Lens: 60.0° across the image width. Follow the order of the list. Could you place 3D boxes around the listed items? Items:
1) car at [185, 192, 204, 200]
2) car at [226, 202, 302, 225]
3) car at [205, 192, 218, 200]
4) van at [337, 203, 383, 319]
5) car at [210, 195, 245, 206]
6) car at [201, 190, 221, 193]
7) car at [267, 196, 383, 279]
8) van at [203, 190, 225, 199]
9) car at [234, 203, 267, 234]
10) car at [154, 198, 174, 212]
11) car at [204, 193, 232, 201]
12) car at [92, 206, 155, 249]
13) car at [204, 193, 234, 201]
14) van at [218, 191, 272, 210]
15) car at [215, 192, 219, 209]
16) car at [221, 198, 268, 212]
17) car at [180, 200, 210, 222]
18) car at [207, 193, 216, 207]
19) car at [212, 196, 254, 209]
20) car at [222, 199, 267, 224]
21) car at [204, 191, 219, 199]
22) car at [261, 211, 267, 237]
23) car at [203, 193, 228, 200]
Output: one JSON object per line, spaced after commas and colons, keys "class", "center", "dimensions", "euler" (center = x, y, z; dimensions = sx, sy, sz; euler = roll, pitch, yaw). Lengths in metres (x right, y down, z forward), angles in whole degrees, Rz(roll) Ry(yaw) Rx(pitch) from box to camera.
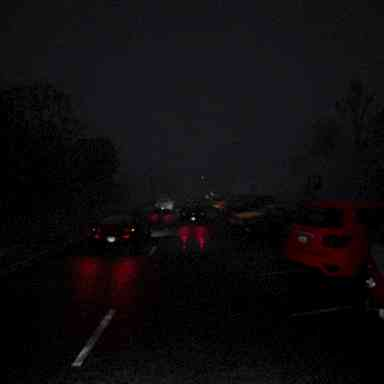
{"class": "car", "center": [0.089, 1.190, 42.693], "dimensions": [2.128, 1.511, 4.902], "euler": [0, 1, 0]}
{"class": "car", "center": [5.090, 1.460, 23.594], "dimensions": [4.792, 1.488, 2.163], "euler": [1, 0, -20]}
{"class": "car", "center": [4.886, 1.161, 44.401], "dimensions": [5.366, 1.575, 1.946], "euler": [0, 1, -20]}
{"class": "van", "center": [4.963, 1.264, 5.626], "dimensions": [4.442, 1.987, 1.878], "euler": [1, 0, -20]}
{"class": "car", "center": [5.054, 1.166, 47.450], "dimensions": [4.674, 1.452, 2.002], "euler": [1, 1, -20]}
{"class": "car", "center": [5.085, 0.737, 59.388], "dimensions": [5.566, 2.045, 2.435], "euler": [1, 0, -20]}
{"class": "car", "center": [5.097, 1.240, 8.669], "dimensions": [5.566, 2.045, 2.435], "euler": [1, 0, -20]}
{"class": "van", "center": [4.946, 0.635, 74.242], "dimensions": [4.442, 1.987, 1.878], "euler": [1, 1, -20]}
{"class": "car", "center": [5.038, 1.496, 17.598], "dimensions": [4.792, 1.488, 2.163], "euler": [1, 1, -20]}
{"class": "car", "center": [-2.909, 1.333, 35.140], "dimensions": [1.812, 1.442, 4.674], "euler": [0, 1, 0]}
{"class": "car", "center": [5.047, 0.935, 65.340], "dimensions": [4.892, 1.521, 2.231], "euler": [1, 0, -20]}
{"class": "car", "center": [-2.904, 1.516, 14.278], "dimensions": [1.812, 1.442, 4.674], "euler": [0, 0, 0]}
{"class": "car", "center": [5.061, 0.960, 62.355], "dimensions": [5.008, 1.535, 2.097], "euler": [1, 1, -20]}
{"class": "van", "center": [4.958, 1.146, 29.496], "dimensions": [4.442, 1.987, 1.878], "euler": [1, 1, -20]}
{"class": "car", "center": [5.034, 1.209, 32.524], "dimensions": [4.553, 1.767, 2.185], "euler": [1, 1, -20]}
{"class": "car", "center": [5.058, 1.441, 26.567], "dimensions": [4.674, 1.452, 2.002], "euler": [1, 0, -20]}
{"class": "car", "center": [0.094, 1.525, 25.107], "dimensions": [1.895, 1.301, 4.718], "euler": [0, 1, 0]}
{"class": "car", "center": [4.887, 1.249, 38.435], "dimensions": [5.366, 1.575, 1.946], "euler": [0, 1, -20]}
{"class": "car", "center": [5.086, 1.239, 41.497], "dimensions": [4.792, 1.488, 2.163], "euler": [0, 1, -20]}
{"class": "car", "center": [4.893, 1.444, 20.525], "dimensions": [5.366, 1.575, 1.946], "euler": [1, 1, -20]}
{"class": "car", "center": [5.066, 1.021, 56.389], "dimensions": [4.892, 1.521, 2.231], "euler": [1, 1, -20]}
{"class": "car", "center": [5.063, 1.525, 11.641], "dimensions": [4.674, 1.452, 2.002], "euler": [1, 0, -20]}
{"class": "car", "center": [5.078, 0.915, 71.317], "dimensions": [4.792, 1.488, 2.163], "euler": [1, 0, -20]}
